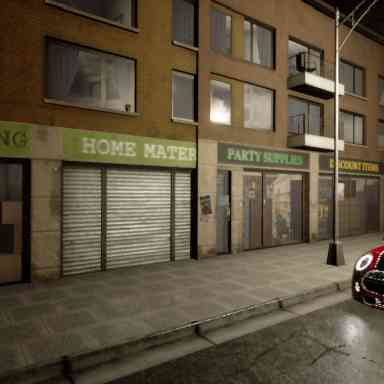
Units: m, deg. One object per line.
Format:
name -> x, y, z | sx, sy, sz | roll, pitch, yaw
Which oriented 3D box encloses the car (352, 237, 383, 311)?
car -> 5.302, 1.353, 6.851 | 4.553, 1.767, 2.097 | 0, 0, -35
